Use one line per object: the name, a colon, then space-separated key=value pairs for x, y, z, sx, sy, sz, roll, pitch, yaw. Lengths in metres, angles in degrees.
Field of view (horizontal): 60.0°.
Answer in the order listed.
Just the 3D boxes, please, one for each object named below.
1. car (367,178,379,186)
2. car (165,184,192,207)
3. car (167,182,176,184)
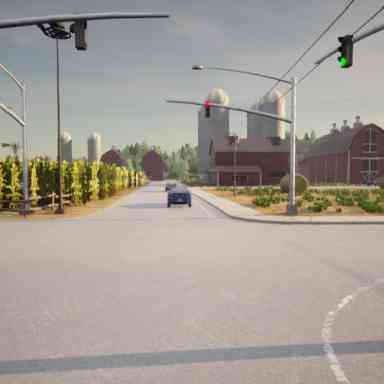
car: x=42.389 y=-2.314 z=77.482 sx=1.905 sy=1.878 sz=3.866 roll=10 pitch=10 yaw=41
car: x=-1.105 y=0.352 z=27.571 sx=1.882 sy=1.535 sz=5.008 roll=0 pitch=3 yaw=-4
car: x=-3.328 y=-0.800 z=52.803 sx=2.128 sy=1.511 sz=4.902 roll=0 pitch=3 yaw=-5
